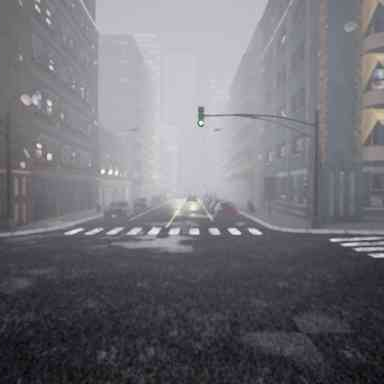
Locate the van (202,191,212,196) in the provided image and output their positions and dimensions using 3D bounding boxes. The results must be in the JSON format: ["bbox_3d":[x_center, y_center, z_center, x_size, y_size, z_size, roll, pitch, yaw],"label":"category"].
[{"bbox_3d":[2.683,0.966,48.516,1.690,1.788,3.998,0,0,0],"label":"van"}]

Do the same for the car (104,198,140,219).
[{"bbox_3d":[-5.696,1.357,26.437,1.947,1.339,4.313,0,0,0],"label":"car"}]

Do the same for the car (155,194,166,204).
[{"bbox_3d":[-5.696,1.129,54.054,1.887,1.381,4.507,0,0,0],"label":"car"}]

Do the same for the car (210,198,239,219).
[{"bbox_3d":[2.685,1.373,26.425,1.802,1.307,4.206,0,0,0],"label":"car"}]

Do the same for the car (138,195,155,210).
[{"bbox_3d":[-5.696,1.273,37.484,1.947,1.339,4.313,0,0,0],"label":"car"}]

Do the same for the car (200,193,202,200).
[{"bbox_3d":[2.685,1.150,54.042,1.947,1.339,4.313,0,0,0],"label":"car"}]

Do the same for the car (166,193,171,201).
[{"bbox_3d":[-5.695,1.085,65.101,1.802,1.307,4.206,0,0,0],"label":"car"}]

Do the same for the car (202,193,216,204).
[{"bbox_3d":[2.685,1.211,42.995,1.887,1.381,4.507,0,0,0],"label":"car"}]

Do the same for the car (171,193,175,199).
[{"bbox_3d":[-5.696,0.912,81.501,1.752,1.417,4.829,0,0,0],"label":"car"}]

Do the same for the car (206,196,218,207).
[{"bbox_3d":[2.685,1.315,31.948,1.947,1.339,4.313,0,0,0],"label":"car"}]

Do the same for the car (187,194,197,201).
[{"bbox_3d":[0.002,1.066,65.887,1.994,1.385,4.181,0,0,0],"label":"car"}]

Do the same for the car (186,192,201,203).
[{"bbox_3d":[0.001,1.121,55.463,2.033,1.411,5.357,0,0,0],"label":"car"}]

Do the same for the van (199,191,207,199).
[{"bbox_3d":[2.683,0.726,81.657,1.690,1.788,3.998,-1,0,0],"label":"van"}]
